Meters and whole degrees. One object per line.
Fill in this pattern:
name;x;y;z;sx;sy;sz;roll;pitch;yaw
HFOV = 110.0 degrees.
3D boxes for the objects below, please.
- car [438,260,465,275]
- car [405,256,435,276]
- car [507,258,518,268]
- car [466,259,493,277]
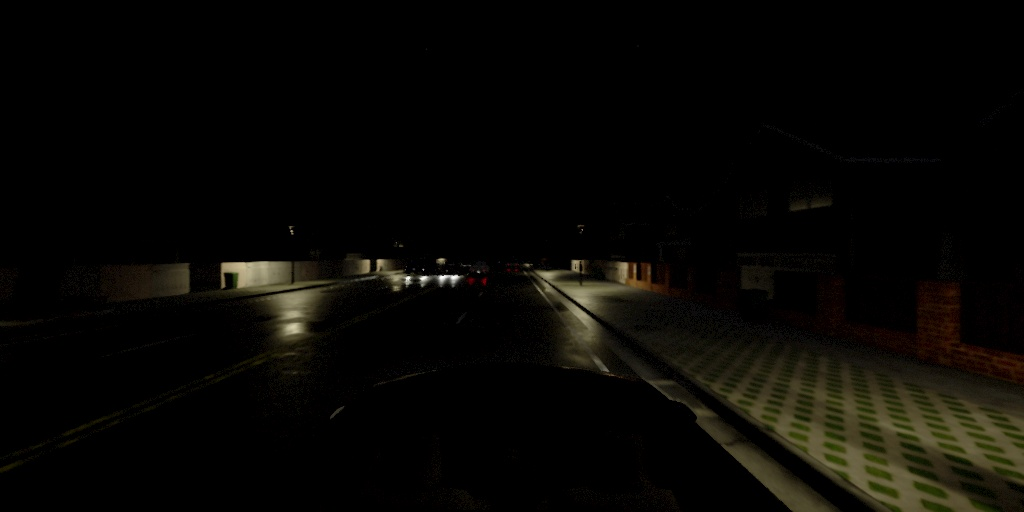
car;-6.601;1.335;38.450;1.994;1.385;4.181;0;0;0
car;-9.850;0.996;38.810;2.150;2.045;5.566;0;0;0
car;0.073;1.398;59.782;1.895;1.301;4.718;0;0;0
car;-3.166;1.294;36.220;1.812;1.442;4.674;0;0;0
